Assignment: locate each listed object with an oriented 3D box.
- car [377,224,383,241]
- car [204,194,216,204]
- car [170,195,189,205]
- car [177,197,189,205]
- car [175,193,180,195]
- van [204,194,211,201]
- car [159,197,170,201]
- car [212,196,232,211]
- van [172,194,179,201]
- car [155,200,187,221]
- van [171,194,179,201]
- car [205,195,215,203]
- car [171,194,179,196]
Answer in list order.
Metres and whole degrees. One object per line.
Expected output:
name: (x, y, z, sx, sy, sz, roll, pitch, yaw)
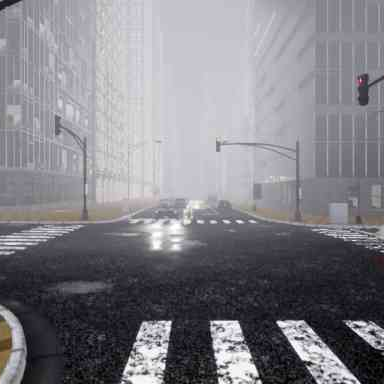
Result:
car: (10.275, 1.737, 13.753, 4.674, 1.442, 1.812, 1, 1, 5)
car: (3.783, 1.313, 63.899, 2.192, 1.841, 5.009, 0, 0, 0)
car: (-1.542, 1.519, 43.500, 1.837, 1.490, 4.892, 0, 0, 0)
car: (-1.583, 1.604, 58.321, 1.895, 1.301, 4.718, 0, 0, 0)
car: (-4.145, 1.426, 74.922, 1.967, 1.590, 4.097, 0, 0, 0)
van: (3.712, 1.321, 80.482, 1.690, 1.788, 3.998, 0, 0, 0)
car: (-4.027, 1.593, 47.283, 1.802, 1.307, 4.206, 0, 0, 0)
car: (3.926, 1.579, 41.791, 1.947, 1.339, 4.313, 0, 0, 0)
van: (-4.191, 1.315, 85.976, 1.690, 1.788, 3.998, 0, 0, 0)
car: (-1.812, 1.620, 27.468, 1.895, 1.301, 4.718, 0, 0, 5)
van: (-4.168, 1.321, 80.449, 1.690, 1.788, 3.998, 0, 0, 0)
car: (3.759, 1.432, 69.428, 1.967, 1.590, 4.097, 0, 0, 0)
car: (-4.097, 1.564, 63.866, 1.947, 1.339, 4.313, 0, 0, 0)
